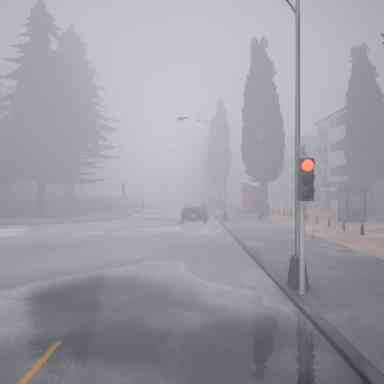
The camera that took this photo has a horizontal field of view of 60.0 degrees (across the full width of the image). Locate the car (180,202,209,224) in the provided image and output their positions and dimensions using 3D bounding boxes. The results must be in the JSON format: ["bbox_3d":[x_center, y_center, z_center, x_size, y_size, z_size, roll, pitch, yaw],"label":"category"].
[{"bbox_3d":[0.236,1.478,25.148,1.882,1.535,5.008,1,0,4],"label":"car"}]
